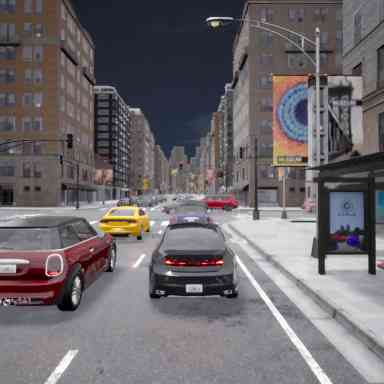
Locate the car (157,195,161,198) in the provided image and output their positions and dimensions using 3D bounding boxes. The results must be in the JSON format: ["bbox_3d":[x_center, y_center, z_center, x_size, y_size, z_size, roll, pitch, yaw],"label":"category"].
[{"bbox_3d":[-7.045,1.544,58.884,1.812,1.442,4.674,0,0,0],"label":"car"}]

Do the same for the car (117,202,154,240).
[{"bbox_3d":[-3.297,1.484,17.032,1.882,1.535,5.008,0,0,-1],"label":"car"}]

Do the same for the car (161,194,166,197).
[{"bbox_3d":[-7.037,1.583,68.892,1.994,1.385,4.181,0,0,0],"label":"car"}]

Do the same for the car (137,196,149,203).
[{"bbox_3d":[-10.297,1.614,70.200,1.895,1.301,4.718,0,0,0],"label":"car"}]

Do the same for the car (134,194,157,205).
[{"bbox_3d":[-6.991,1.370,50.308,2.097,1.767,4.553,0,0,0],"label":"car"}]

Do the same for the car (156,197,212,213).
[{"bbox_3d":[-0.690,1.523,33.255,4.892,1.490,1.837,1,-2,-29],"label":"car"}]

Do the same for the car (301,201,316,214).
[{"bbox_3d":[14.177,1.442,35.796,4.553,1.767,2.097,0,-1,-1],"label":"car"}]

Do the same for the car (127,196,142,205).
[{"bbox_3d":[-10.291,1.523,60.152,1.837,1.490,4.892,0,0,0],"label":"car"}]

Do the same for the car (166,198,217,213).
[{"bbox_3d":[-0.051,1.359,17.413,2.097,1.767,4.553,0,0,0],"label":"car"}]

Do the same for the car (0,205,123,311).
[{"bbox_3d":[-3.228,1.355,7.904,2.097,1.767,4.553,0,0,-1],"label":"car"}]

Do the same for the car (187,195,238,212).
[{"bbox_3d":[2.552,1.320,38.928,5.566,2.045,2.150,0,-1,-1],"label":"car"}]

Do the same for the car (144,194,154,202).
[{"bbox_3d":[-10.375,1.372,80.514,2.097,1.767,4.553,0,0,0],"label":"car"}]

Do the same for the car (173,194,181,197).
[{"bbox_3d":[-3.886,1.603,81.977,1.895,1.301,4.718,0,0,0],"label":"car"}]

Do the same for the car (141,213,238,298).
[{"bbox_3d":[0.015,1.508,8.477,1.837,1.490,4.892,0,0,-1],"label":"car"}]

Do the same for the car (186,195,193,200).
[{"bbox_3d":[-0.717,1.531,92.742,2.128,1.511,4.902,0,0,0],"label":"car"}]

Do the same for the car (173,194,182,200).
[{"bbox_3d":[-3.962,1.364,91.949,2.128,1.511,4.902,0,0,0],"label":"car"}]

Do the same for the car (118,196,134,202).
[{"bbox_3d":[-10.249,1.583,51.331,1.994,1.385,4.181,0,0,0],"label":"car"}]
